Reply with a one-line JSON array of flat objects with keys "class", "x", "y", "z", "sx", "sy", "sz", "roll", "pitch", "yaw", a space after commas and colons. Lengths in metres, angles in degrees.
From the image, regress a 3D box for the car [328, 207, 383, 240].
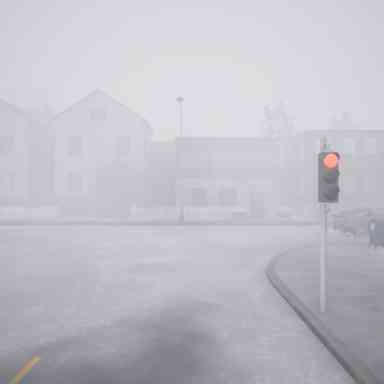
[{"class": "car", "x": 9.270, "y": 1.491, "z": 16.272, "sx": 4.902, "sy": 1.511, "sz": 2.128, "roll": 0, "pitch": 0, "yaw": 0}]
